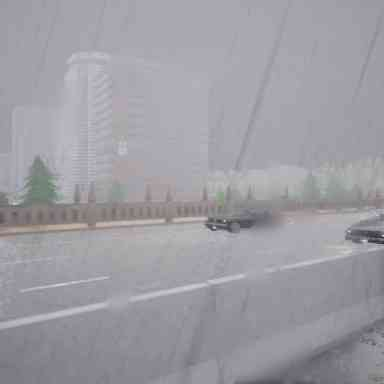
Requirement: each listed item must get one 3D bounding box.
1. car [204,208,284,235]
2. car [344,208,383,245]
[{"bbox_3d":[3.011,1.591,19.038,4.718,1.301,1.895,0,0,-36],"label":"car"},{"bbox_3d":[8.976,1.536,14.696,5.357,1.411,2.033,0,0,-35],"label":"car"}]
